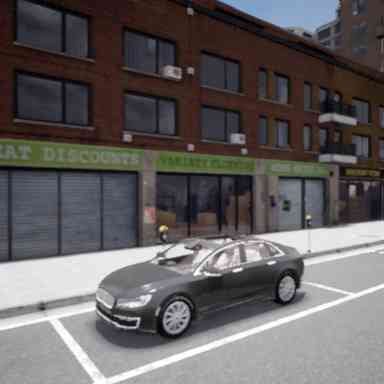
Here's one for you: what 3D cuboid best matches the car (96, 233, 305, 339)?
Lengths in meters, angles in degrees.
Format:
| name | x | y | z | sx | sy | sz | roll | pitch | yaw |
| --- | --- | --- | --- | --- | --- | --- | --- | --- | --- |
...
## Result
| name | x | y | z | sx | sy | sz | roll | pitch | yaw |
| --- | --- | --- | --- | --- | --- | --- | --- | --- | --- |
| car | 0.384 | 1.538 | 6.461 | 4.403 | 1.369 | 2.008 | 0 | 0 | -35 |
